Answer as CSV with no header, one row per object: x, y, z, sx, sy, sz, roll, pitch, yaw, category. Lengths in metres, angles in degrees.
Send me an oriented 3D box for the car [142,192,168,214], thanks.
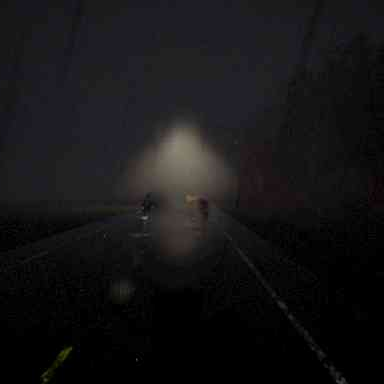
-3.588,1.002,33.157,2.150,2.045,5.566,0,0,0,car

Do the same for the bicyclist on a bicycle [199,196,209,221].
0.968,1.296,23.676,0.582,1.620,1.656,0,0,0,bicyclist on a bicycle

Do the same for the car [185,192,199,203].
0.107,1.099,57.350,1.882,1.535,5.008,0,0,0,car

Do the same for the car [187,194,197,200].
0.017,1.064,74.032,1.994,1.385,4.181,0,0,0,car

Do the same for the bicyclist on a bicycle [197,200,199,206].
0.935,1.214,33.587,0.866,1.612,1.509,0,0,0,bicyclist on a bicycle
